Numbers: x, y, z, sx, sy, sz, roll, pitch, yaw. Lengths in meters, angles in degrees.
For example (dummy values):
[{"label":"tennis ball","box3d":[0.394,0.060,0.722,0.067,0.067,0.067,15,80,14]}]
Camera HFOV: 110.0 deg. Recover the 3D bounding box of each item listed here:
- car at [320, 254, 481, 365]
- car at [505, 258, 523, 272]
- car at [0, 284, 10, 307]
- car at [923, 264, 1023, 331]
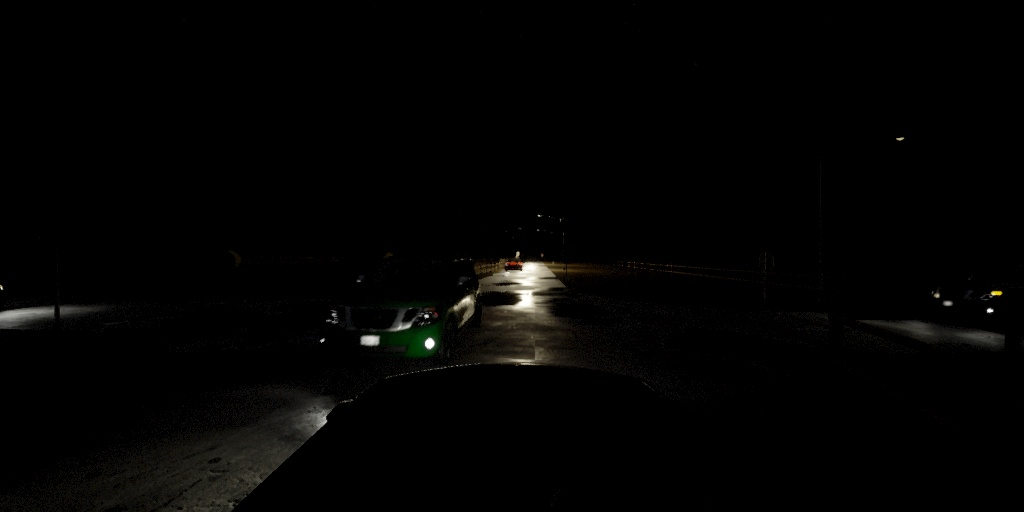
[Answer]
[{"label":"car","box3d":[-2.089,0.971,8.487,2.150,2.045,5.566,1,1,4]},{"label":"car","box3d":[0.258,1.039,44.675,2.097,1.767,4.553,0,0,4]},{"label":"car","box3d":[-18.593,0.984,11.055,4.674,1.442,1.812,1,1,4]},{"label":"car","box3d":[17.395,1.300,11.854,5.566,2.045,2.150,1,1,4]}]
